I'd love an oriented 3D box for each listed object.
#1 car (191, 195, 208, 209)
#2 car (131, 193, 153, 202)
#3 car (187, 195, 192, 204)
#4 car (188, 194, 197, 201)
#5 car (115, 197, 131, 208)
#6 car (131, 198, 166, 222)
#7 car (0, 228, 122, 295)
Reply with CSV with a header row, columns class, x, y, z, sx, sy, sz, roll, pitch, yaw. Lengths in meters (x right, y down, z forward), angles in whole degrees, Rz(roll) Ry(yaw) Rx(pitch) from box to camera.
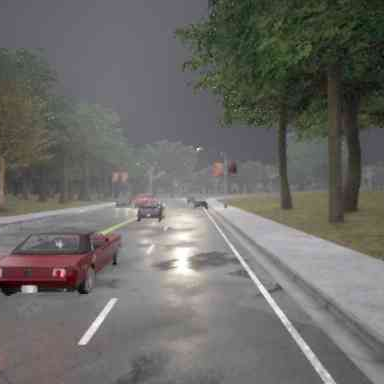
class,x,y,z,sx,sy,sz,roll,pitch,yaw
car,1.144,1.499,44.295,1.837,1.490,4.892,0,0,0
car,-6.578,1.215,46.074,2.150,2.045,5.566,0,0,0
car,0.010,1.499,63.957,2.128,1.511,4.902,0,0,0
car,0.059,1.370,80.039,1.882,1.535,5.008,0,0,3
car,-9.820,1.499,48.338,1.837,1.490,4.892,0,0,0
car,-3.146,1.482,26.474,2.128,1.511,4.902,0,0,0
car,-3.148,1.598,8.673,1.895,1.301,4.718,0,0,0
